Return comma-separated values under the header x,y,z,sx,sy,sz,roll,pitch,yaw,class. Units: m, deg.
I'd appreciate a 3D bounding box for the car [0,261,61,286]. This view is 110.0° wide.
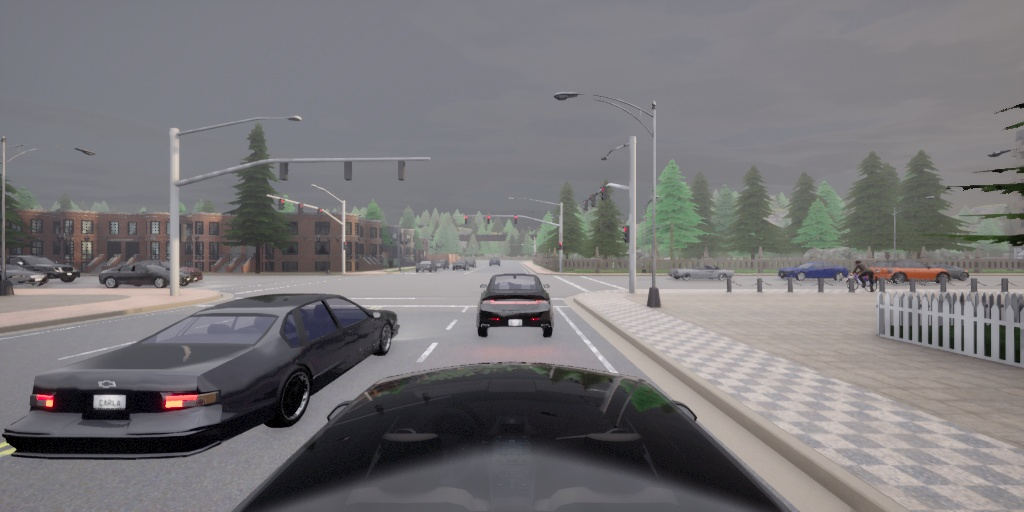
x,y,z,sx,sy,sz,roll,pitch,yaw,class
-32.550,1.242,22.636,4.902,1.511,2.128,0,0,-4,car

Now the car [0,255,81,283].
x,y,z,sx,sy,sz,roll,pitch,yaw,class
-35.167,0.971,25.963,5.566,2.045,2.150,0,0,-6,car

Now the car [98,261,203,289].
x,y,z,sx,sy,sz,roll,pitch,yaw,class
-23.185,1.255,22.875,4.892,1.490,1.837,0,0,-3,car

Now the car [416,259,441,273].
x,y,z,sx,sy,sz,roll,pitch,yaw,class
-10.577,1.276,44.577,1.812,1.442,4.674,0,0,0,car

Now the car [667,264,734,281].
x,y,z,sx,sy,sz,roll,pitch,yaw,class
15.567,1.351,29.728,4.718,1.301,1.895,0,0,0,car

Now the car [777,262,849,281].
x,y,z,sx,sy,sz,roll,pitch,yaw,class
24.859,1.228,29.715,5.008,1.535,1.882,0,0,0,car

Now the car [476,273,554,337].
x,y,z,sx,sy,sz,roll,pitch,yaw,class
0.083,1.242,10.257,2.128,1.511,4.902,0,0,0,car

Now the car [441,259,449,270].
x,y,z,sx,sy,sz,roll,pitch,yaw,class
-10.580,1.241,53.685,2.128,1.511,4.902,0,0,0,car

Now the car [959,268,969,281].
x,y,z,sx,sy,sz,roll,pitch,yaw,class
34.833,1.314,29.692,4.181,1.385,1.994,0,0,1,car

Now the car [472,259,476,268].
x,y,z,sx,sy,sz,roll,pitch,yaw,class
-7.049,1.255,59.980,1.837,1.490,4.892,0,0,0,car

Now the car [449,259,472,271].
x,y,z,sx,sy,sz,roll,pitch,yaw,class
-7.086,1.255,49.996,1.837,1.490,4.892,0,0,0,car

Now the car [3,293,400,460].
x,y,z,sx,sy,sz,roll,pitch,yaw,class
-3.436,1.297,5.589,2.033,1.411,5.357,0,0,0,car

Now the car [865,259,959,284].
x,y,z,sx,sy,sz,roll,pitch,yaw,class
28.676,1.102,26.017,4.553,1.767,2.097,0,0,0,car

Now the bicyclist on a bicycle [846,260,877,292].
x,y,z,sx,sy,sz,roll,pitch,yaw,class
18.252,1.052,18.742,0.582,1.620,1.656,0,0,0,bicyclist on a bicycle
